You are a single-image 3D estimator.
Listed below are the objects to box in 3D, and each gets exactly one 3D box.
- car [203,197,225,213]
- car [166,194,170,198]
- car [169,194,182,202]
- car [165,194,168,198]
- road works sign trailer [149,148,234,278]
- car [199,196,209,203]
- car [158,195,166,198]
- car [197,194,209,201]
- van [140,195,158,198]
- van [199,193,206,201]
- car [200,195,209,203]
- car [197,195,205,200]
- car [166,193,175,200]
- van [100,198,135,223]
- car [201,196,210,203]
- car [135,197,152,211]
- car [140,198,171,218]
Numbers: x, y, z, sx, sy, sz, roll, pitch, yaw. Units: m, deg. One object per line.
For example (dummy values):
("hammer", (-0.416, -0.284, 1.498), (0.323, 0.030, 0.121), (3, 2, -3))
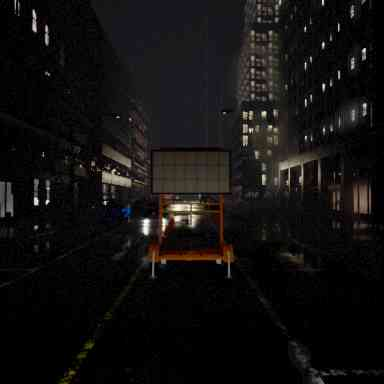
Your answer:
("car", (2.614, 1.537, 36.514), (2.008, 1.369, 4.403), (1, 0, 0))
("car", (-5.876, 1.234, 82.199), (2.192, 1.841, 5.009), (1, 0, 0))
("car", (-3.178, 1.503, 71.174), (1.994, 1.385, 4.181), (0, 0, 0))
("car", (-5.824, 1.540, 59.402), (1.802, 1.307, 4.206), (1, 0, 0))
("road works sign trailer", (-0.025, 0.465, 10.128), (2.380, 3.560, 2.880), (0, 0, 0))
("car", (2.528, 1.491, 70.702), (2.008, 1.369, 4.403), (1, 0, 0))
("car", (-5.810, 1.518, 53.705), (2.008, 1.369, 4.403), (1, 0, 0))
("car", (2.547, 1.264, 65.005), (2.192, 1.841, 5.009), (1, 0, 0))
("van", (-5.777, 1.322, 42.307), (1.690, 1.788, 3.998), (1, 0, 0))
("van", (2.514, 1.261, 82.098), (1.690, 1.788, 3.998), (1, 0, 0))
("car", (2.586, 1.519, 47.910), (1.887, 1.381, 4.507), (1, 0, 0))
("car", (2.462, 1.474, 87.796), (1.947, 1.339, 4.313), (1, 0, 0))
("car", (-5.904, 1.212, 93.594), (2.192, 1.841, 5.009), (1, 0, 0))
("van", (-5.735, 1.335, 25.209), (1.690, 1.788, 3.998), (1, 0, 0))
("car", (2.599, 1.532, 42.212), (2.008, 1.369, 4.403), (1, 0, 0))
("car", (-5.768, 1.552, 36.610), (1.947, 1.339, 4.313), (1, 0, 0))
("car", (-3.175, 1.517, 29.841), (1.812, 1.442, 4.674), (0, 0, 0))
